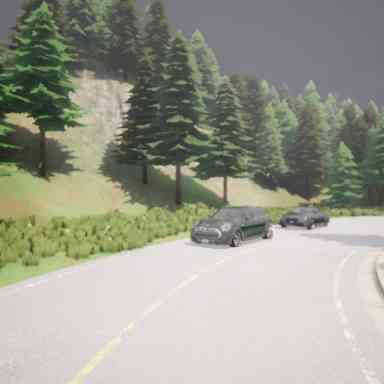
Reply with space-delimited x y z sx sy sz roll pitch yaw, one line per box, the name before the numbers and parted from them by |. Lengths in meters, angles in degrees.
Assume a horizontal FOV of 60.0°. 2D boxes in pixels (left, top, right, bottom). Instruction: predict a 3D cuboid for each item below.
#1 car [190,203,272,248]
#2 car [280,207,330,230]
car | 1.923 1.431 15.403 2.097 1.767 4.553 0 0 38
car | 7.513 1.683 22.055 1.994 1.385 4.181 0 0 43
